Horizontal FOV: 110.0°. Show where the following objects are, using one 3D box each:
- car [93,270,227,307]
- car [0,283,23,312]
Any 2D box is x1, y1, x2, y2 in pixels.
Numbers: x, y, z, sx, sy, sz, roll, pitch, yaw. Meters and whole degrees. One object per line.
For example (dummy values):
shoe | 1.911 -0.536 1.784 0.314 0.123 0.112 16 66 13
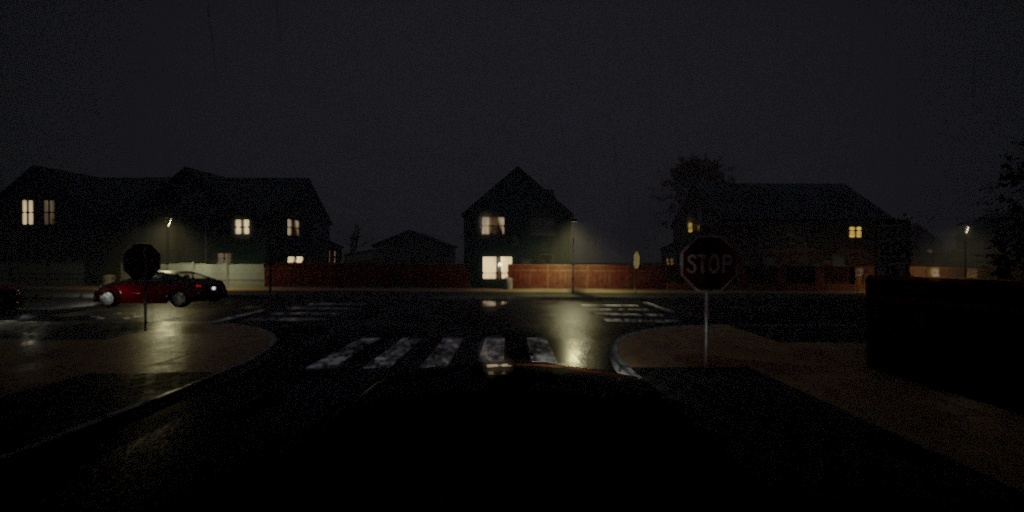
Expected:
car | -14.323 1.291 14.770 4.181 1.385 1.994 0 0 -1
car | -19.465 1.180 11.813 5.008 1.535 1.882 1 0 -1
